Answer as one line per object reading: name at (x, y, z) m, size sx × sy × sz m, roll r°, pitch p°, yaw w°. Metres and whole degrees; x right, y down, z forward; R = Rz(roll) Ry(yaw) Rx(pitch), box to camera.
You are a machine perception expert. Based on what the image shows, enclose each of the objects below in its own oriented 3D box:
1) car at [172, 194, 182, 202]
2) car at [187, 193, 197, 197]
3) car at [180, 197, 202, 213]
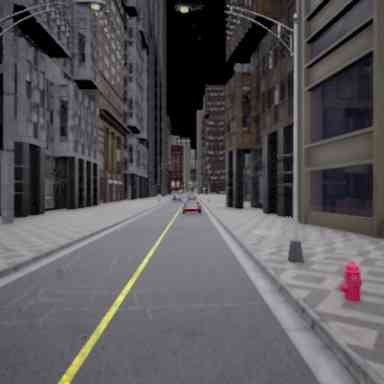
car at (-2.982, 1.238, 67.861) m, size 1.882 × 1.535 × 5.008 m, roll 0°, pitch 0°, yaw 0°
car at (0.019, 0.985, 68.328) m, size 2.128 × 1.511 × 4.902 m, roll 0°, pitch 0°, yaw 0°
car at (0.030, 1.508, 35.363) m, size 1.994 × 1.385 × 4.181 m, roll 0°, pitch 0°, yaw 1°
